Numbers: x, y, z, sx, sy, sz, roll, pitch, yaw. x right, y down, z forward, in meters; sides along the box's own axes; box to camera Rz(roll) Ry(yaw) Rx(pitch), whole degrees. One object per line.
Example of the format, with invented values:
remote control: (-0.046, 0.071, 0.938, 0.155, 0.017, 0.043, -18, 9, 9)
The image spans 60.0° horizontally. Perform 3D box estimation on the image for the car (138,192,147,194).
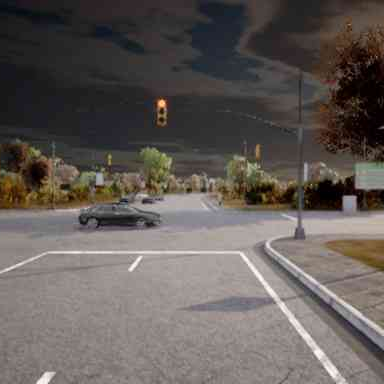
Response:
car: (-10.414, 0.932, 69.694, 2.150, 2.045, 5.566, 0, 0, 0)

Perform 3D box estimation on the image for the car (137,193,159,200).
car: (-7.011, 1.320, 53.886, 2.033, 1.411, 5.357, 0, 0, 0)

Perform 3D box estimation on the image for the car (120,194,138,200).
car: (-10.511, 1.320, 53.898, 2.033, 1.411, 5.357, 0, 0, 0)

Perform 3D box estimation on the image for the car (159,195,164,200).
car: (-6.914, 1.261, 69.280, 1.994, 1.385, 4.181, 0, 0, 0)

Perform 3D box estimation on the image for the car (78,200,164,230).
car: (-4.277, 1.442, 19.925, 4.892, 1.490, 1.837, 0, 0, 3)
